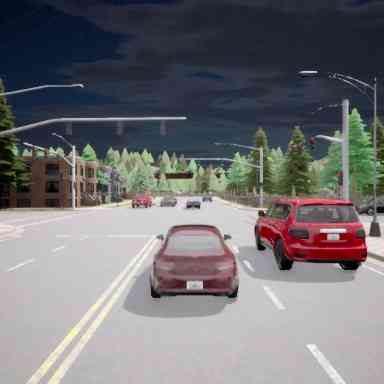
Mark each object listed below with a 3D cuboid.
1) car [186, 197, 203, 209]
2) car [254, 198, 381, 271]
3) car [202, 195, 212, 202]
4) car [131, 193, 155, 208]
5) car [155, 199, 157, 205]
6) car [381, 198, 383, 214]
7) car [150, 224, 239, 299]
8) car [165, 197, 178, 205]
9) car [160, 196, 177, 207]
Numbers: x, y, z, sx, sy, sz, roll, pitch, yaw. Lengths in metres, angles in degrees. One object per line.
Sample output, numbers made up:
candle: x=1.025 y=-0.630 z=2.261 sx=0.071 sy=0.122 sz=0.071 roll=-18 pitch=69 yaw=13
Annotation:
car: x=0.125 y=1.600 z=45.974 sx=1.895 sy=1.301 sz=4.718 roll=0 pitch=0 yaw=-1
car: x=3.555 y=1.221 z=11.026 sx=2.150 sy=2.045 sz=5.566 roll=0 pitch=0 yaw=0
car: x=3.368 y=1.355 z=74.307 sx=2.097 sy=1.767 sz=4.553 roll=0 pitch=0 yaw=0
car: x=-7.161 y=1.221 z=47.869 sx=2.150 sy=2.045 sz=5.566 roll=0 pitch=0 yaw=2
car: x=-7.196 y=1.525 z=57.267 sx=1.812 sy=1.442 sz=4.674 roll=0 pitch=0 yaw=1
car: x=18.267 y=1.352 z=32.413 sx=4.553 sy=1.767 sz=2.097 roll=0 pitch=0 yaw=0
car: x=0.048 y=1.526 z=8.354 sx=1.812 sy=1.442 sz=4.674 roll=0 pitch=0 yaw=0
car: x=-3.690 y=1.564 z=59.752 sx=1.994 sy=1.385 sz=4.181 roll=0 pitch=0 yaw=0
car: x=-3.693 y=1.352 z=51.144 sx=2.097 sy=1.767 sz=4.553 roll=0 pitch=0 yaw=0
